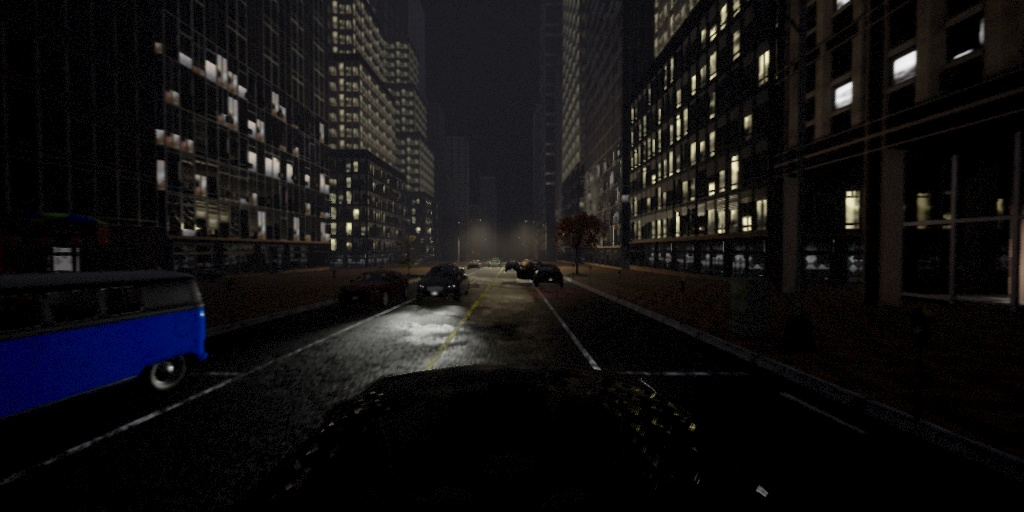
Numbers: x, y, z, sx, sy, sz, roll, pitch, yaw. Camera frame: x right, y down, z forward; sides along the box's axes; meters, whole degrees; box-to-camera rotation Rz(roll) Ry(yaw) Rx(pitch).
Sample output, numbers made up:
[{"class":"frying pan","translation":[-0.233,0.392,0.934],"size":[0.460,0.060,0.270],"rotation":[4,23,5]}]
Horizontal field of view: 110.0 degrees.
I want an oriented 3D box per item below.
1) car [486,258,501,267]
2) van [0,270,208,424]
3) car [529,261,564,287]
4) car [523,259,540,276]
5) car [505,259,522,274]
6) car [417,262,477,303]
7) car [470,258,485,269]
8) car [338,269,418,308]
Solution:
[{"class":"car","translation":[-2.976,1.091,62.629],"size":[2.097,1.767,4.553],"rotation":[0,0,0]},{"class":"van","translation":[-5.688,1.089,4.018],"size":[1.690,1.789,3.998],"rotation":[0,0,0]},{"class":"car","translation":[2.361,1.259,24.265],"size":[1.812,1.442,4.674],"rotation":[0,0,0]},{"class":"car","translation":[2.708,1.166,43.390],"size":[1.967,1.591,4.097],"rotation":[0,0,0]},{"class":"car","translation":[0.064,1.327,46.728],"size":[1.895,1.301,4.718],"rotation":[0,0,1]},{"class":"car","translation":[-3.091,1.229,16.765],"size":[2.128,1.511,4.902],"rotation":[0,0,0]},{"class":"car","translation":[-5.669,1.276,54.643],"size":[2.007,1.370,4.403],"rotation":[0,0,0]},{"class":"car","translation":[-5.684,1.284,15.268],"size":[1.888,1.381,4.507],"rotation":[0,0,0]}]
